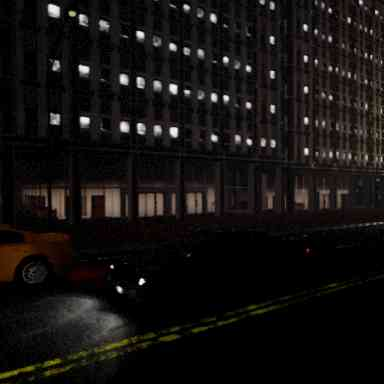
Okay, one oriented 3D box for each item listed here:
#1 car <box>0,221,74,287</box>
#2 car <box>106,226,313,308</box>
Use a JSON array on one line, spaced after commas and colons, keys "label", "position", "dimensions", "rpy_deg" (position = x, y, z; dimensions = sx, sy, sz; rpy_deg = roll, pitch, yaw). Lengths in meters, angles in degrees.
[{"label": "car", "position": [-5.420, 1.477, 7.797], "dimensions": [5.008, 1.535, 1.882], "rpy_deg": [1, 0, -35]}, {"label": "car", "position": [0.732, 1.581, 8.184], "dimensions": [5.357, 1.411, 2.033], "rpy_deg": [0, 0, -35]}]
